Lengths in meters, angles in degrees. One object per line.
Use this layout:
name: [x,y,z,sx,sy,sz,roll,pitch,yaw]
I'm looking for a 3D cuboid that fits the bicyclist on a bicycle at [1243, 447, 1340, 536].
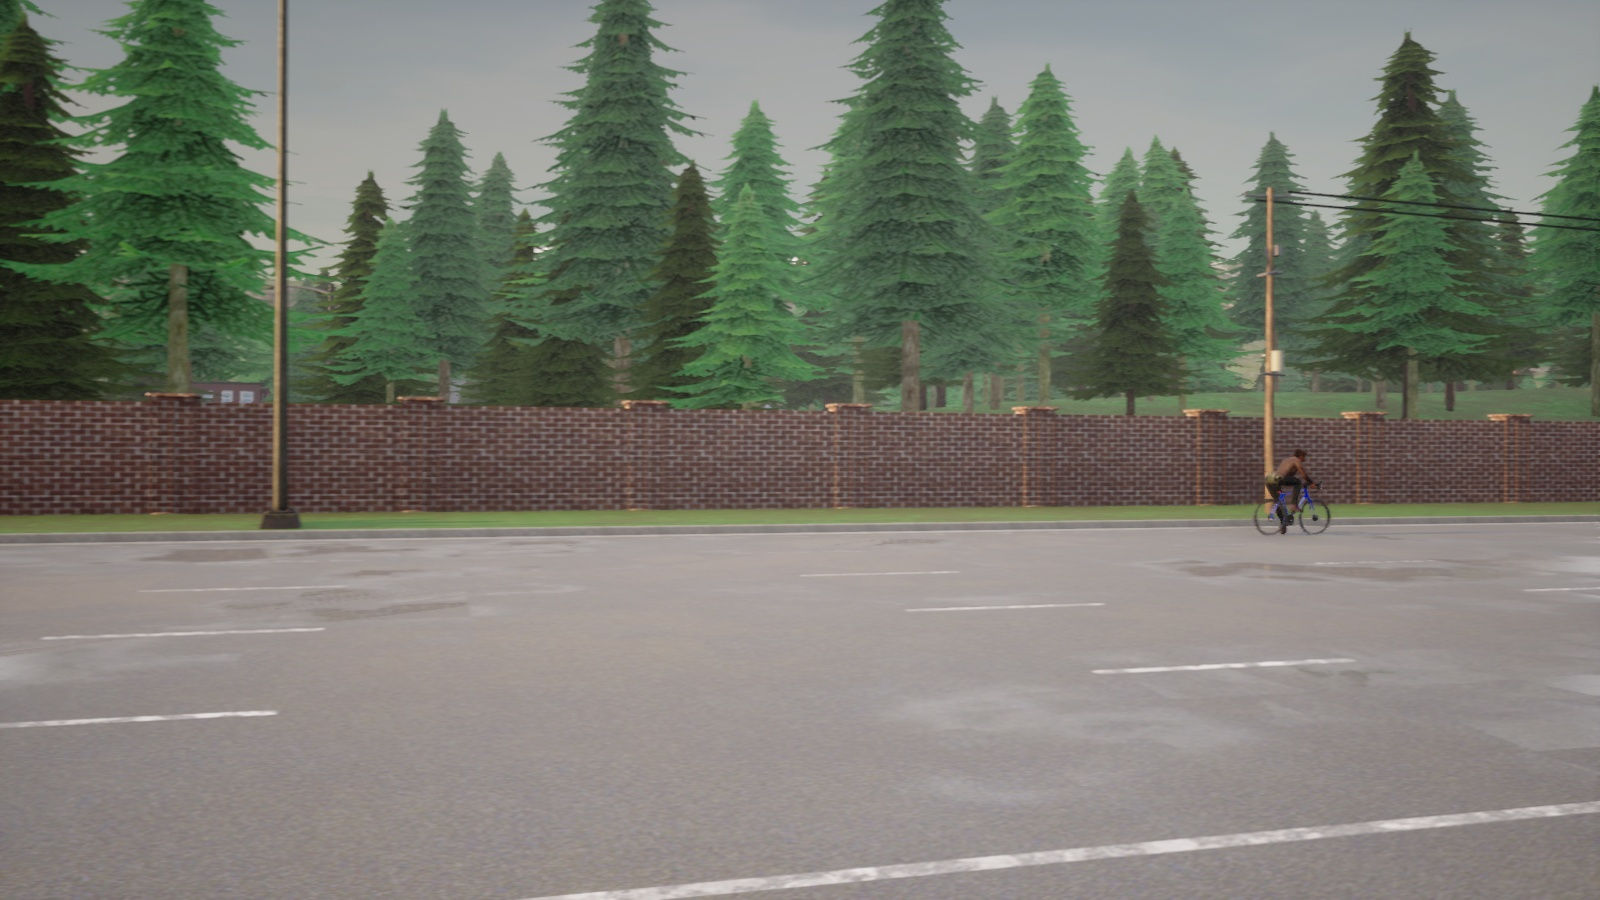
bicyclist on a bicycle: [9.141,0.761,23.338,1.656,1.620,0.582,0,0,-16]
